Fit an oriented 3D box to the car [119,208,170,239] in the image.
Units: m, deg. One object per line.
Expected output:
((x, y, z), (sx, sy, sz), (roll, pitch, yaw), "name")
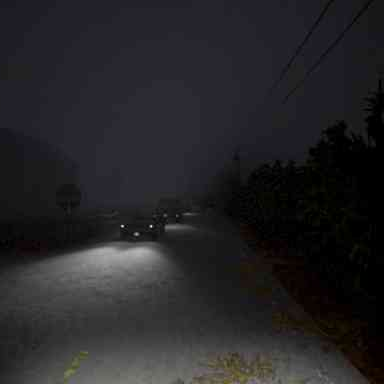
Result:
((-2.637, 1.805, 18.702), (1.895, 1.301, 4.718), (0, -1, 3), "car")

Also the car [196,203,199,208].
((2.313, 2.240, 61.009), (1.994, 1.385, 4.181), (0, -1, -26), "car")

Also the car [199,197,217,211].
((2.585, 1.780, 50.314), (2.150, 2.045, 5.566), (0, -1, 3), "car")

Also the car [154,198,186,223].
((-2.007, 1.546, 29.567), (2.150, 2.045, 5.566), (0, -1, 3), "car")

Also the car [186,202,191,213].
((-1.092, 2.045, 45.124), (2.033, 1.411, 5.357), (0, -1, 4), "car")
